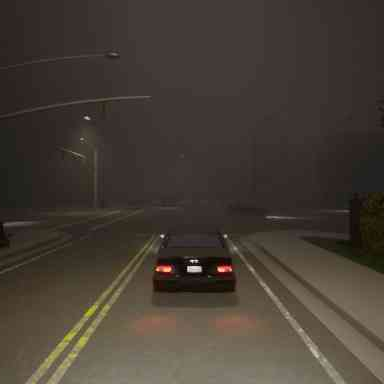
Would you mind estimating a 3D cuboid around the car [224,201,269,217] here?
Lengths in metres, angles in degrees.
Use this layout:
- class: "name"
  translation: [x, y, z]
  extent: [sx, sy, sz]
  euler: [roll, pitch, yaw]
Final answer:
- class: "car"
  translation: [5.139, 1.564, 31.350]
  extent: [4.181, 1.385, 1.994]
  euler: [0, 0, 31]

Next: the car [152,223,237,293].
- class: "car"
  translation: [0.051, 1.547, 8.984]
  extent: [2.033, 1.411, 5.357]
  euler: [0, 0, 0]

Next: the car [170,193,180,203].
- class: "car"
  translation: [-3.682, 1.327, 68.059]
  extent: [2.150, 2.045, 5.566]
  euler: [0, 0, 0]

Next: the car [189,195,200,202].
- class: "car"
  translation: [0.535, 1.527, 79.015]
  extent: [2.033, 1.411, 5.357]
  euler: [0, 0, 12]

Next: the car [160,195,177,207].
- class: "car"
  translation: [-3.728, 1.526, 50.844]
  extent: [1.812, 1.442, 4.674]
  euler: [0, 0, 0]
